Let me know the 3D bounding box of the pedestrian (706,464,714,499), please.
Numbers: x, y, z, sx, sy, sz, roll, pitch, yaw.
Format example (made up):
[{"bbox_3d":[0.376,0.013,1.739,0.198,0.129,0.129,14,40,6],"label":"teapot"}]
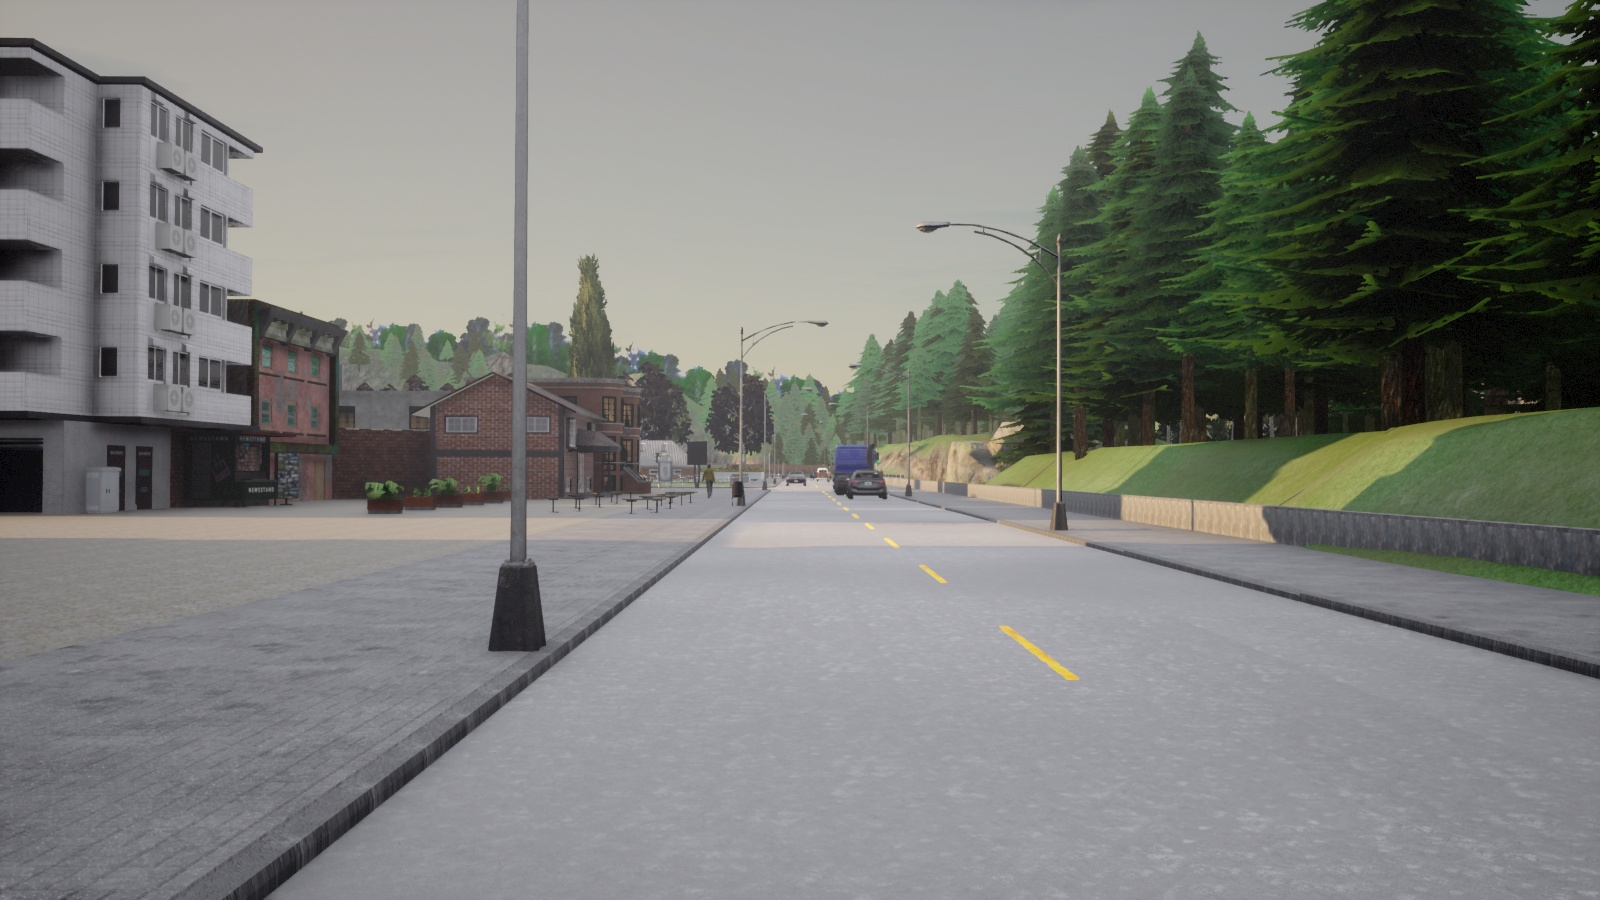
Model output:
[{"bbox_3d":[-4.743,1.650,66.113,0.370,1.835,0.726,0,-1,2],"label":"pedestrian"}]

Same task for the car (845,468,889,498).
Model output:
[{"bbox_3d":[3.793,1.849,71.873,2.242,1.667,4.611,0,-1,0],"label":"car"}]

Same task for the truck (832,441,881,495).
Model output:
[{"bbox_3d":[3.754,1.238,84.757,2.891,3.462,7.936,0,-1,0],"label":"truck"}]
